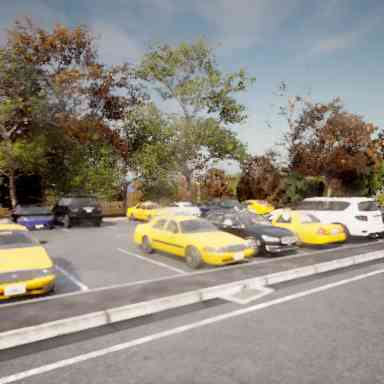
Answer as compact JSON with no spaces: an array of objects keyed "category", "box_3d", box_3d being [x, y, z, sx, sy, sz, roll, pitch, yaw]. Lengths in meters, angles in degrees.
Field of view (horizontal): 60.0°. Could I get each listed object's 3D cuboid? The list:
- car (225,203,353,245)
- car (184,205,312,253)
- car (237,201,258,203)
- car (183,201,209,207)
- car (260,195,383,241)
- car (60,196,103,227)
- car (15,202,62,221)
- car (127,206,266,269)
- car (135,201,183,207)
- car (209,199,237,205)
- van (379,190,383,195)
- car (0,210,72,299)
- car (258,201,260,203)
[{"category":"car","box_3d":[4.121,1.524,15.174,1.946,1.575,5.366,0,0,-35]},{"category":"car","box_3d":[1.956,1.519,13.426,2.231,1.521,4.892,0,0,-35]},{"category":"car","box_3d":[3.370,1.423,30.465,2.185,1.767,4.553,0,0,-35]},{"category":"car","box_3d":[-1.035,1.571,27.314,2.002,1.452,4.674,0,0,-35]},{"category":"car","box_3d":[6.481,1.285,16.647,2.435,2.045,5.566,0,0,-35]},{"category":"car","box_3d":[-7.841,1.252,22.548,2.435,2.045,5.566,0,0,-35]},{"category":"car","box_3d":[-10.071,1.523,20.904,2.163,1.488,4.792,0,0,-35]},{"category":"car","box_3d":[-0.201,1.506,11.669,1.946,1.575,5.366,0,0,-35]},{"category":"car","box_3d":[-3.192,1.519,25.567,1.946,1.575,5.366,0,0,-35]},{"category":"car","box_3d":[1.244,1.570,28.890,2.163,1.488,4.792,0,0,-35]},{"category":"van","box_3d":[27.706,0.639,47.772,1.878,1.987,4.442,0,1,-35]},{"category":"car","box_3d":[-4.836,1.489,8.397,1.946,1.575,5.366,0,0,-35]},{"category":"car","box_3d":[5.655,1.558,32.034,2.097,1.535,5.008,0,0,-35]}]
